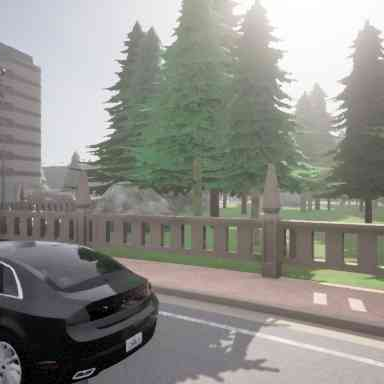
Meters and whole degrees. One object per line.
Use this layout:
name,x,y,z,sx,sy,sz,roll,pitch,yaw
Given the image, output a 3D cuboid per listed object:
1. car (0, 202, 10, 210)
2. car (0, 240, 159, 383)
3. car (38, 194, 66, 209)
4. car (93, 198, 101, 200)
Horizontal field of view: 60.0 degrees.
car,-23.203,1.611,37.249,2.033,1.411,5.357,0,0,21
car,-2.815,1.506,5.048,4.892,1.490,1.837,0,0,28
car,-19.296,1.287,47.107,2.150,2.045,5.566,0,0,22
car,-15.571,1.591,56.435,1.812,1.442,4.674,0,0,22
